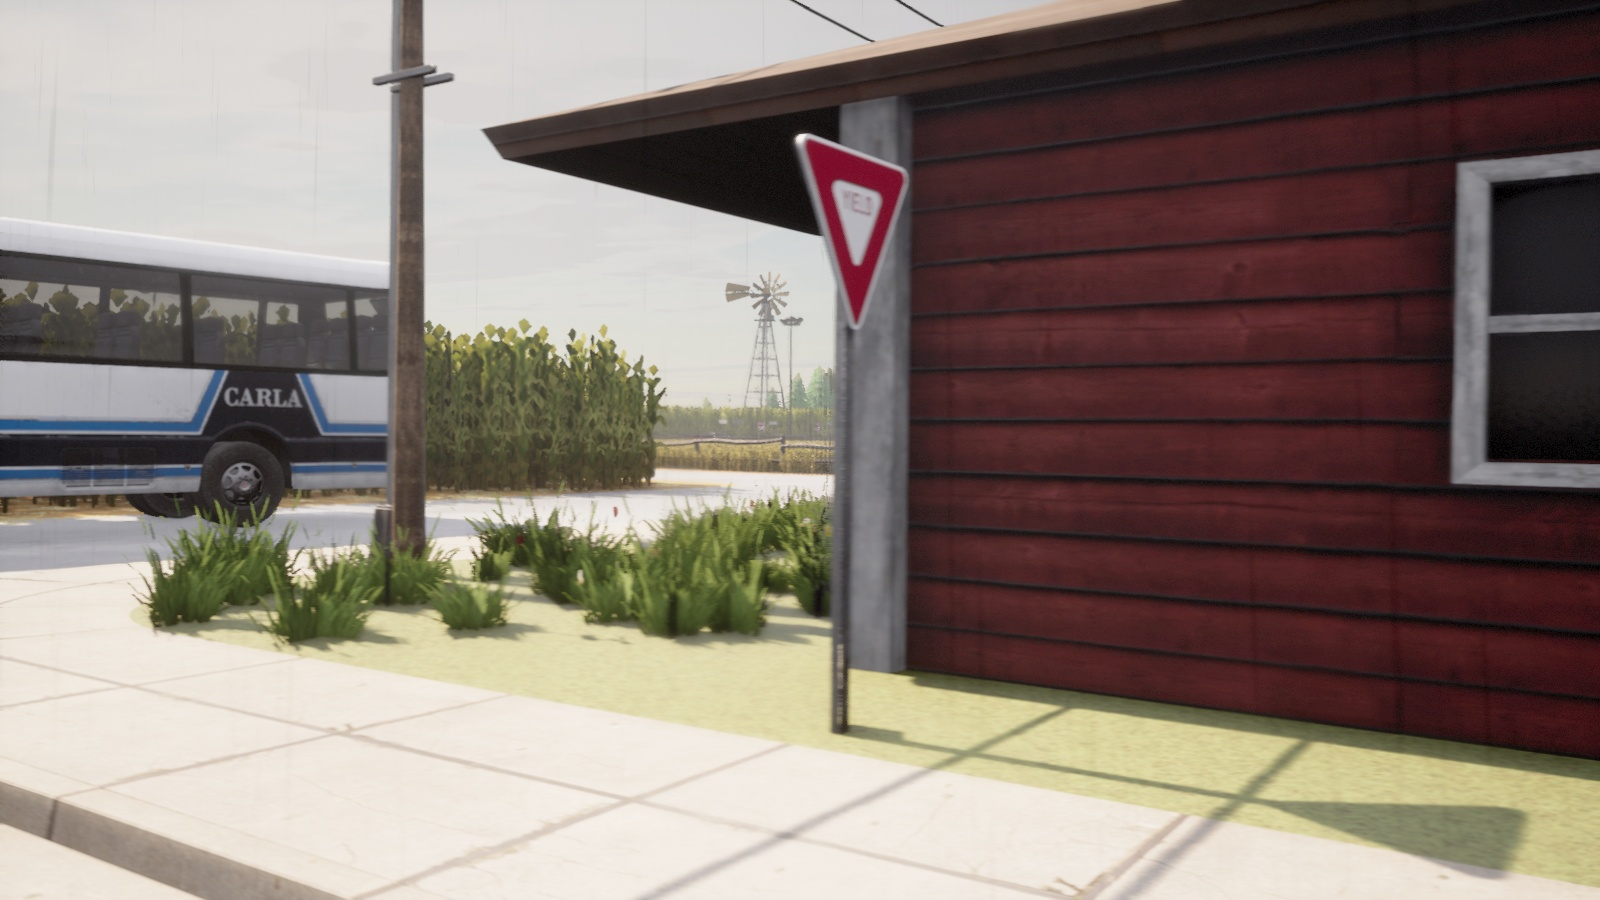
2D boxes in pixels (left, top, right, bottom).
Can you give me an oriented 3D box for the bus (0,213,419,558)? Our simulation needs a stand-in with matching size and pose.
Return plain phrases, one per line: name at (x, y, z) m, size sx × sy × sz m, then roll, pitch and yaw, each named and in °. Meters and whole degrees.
bus at (-10.906, -0.811, 17.277) m, size 3.944 × 4.253 × 10.273 m, roll 0°, pitch 1°, yaw 41°
